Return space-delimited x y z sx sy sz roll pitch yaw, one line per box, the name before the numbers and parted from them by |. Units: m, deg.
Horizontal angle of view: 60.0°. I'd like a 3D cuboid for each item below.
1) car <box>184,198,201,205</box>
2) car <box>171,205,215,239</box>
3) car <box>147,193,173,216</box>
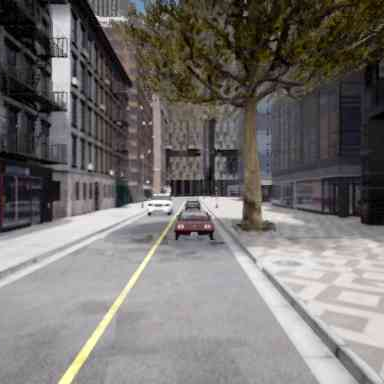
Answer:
car | 0.104 1.428 39.825 2.128 1.511 4.902 0 0 0
car | 0.103 1.587 17.210 1.895 1.301 4.718 0 0 0
car | -2.996 1.171 32.482 2.150 2.045 5.566 0 0 0
